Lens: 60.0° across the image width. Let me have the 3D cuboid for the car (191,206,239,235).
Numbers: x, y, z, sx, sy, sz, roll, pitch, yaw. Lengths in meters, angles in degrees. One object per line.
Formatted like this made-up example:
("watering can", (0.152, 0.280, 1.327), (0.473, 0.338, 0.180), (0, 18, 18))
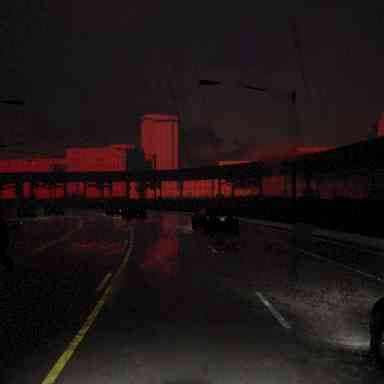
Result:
("car", (1.327, 1.647, 21.087), (2.097, 1.767, 4.553), (0, -1, -11))

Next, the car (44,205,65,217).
("car", (-18.509, 2.456, 44.705), (1.882, 1.535, 5.008), (0, -2, -33))

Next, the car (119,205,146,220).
("car", (-6.148, 2.127, 35.125), (1.882, 1.535, 5.008), (0, -1, -19))

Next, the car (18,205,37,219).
("car", (-20.034, 2.375, 40.470), (1.882, 1.535, 5.008), (1, -2, -30))

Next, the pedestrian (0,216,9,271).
("pedestrian", (-5.668, 1.370, 9.660), (0.375, 1.860, 0.375), (-1, 0, -6))

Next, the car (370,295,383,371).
("car", (3.373, 1.356, 2.488), (2.097, 1.767, 4.553), (0, 0, -1))

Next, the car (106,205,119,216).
("car", (-10.097, 2.444, 44.304), (1.994, 1.385, 4.181), (0, -1, -27))
